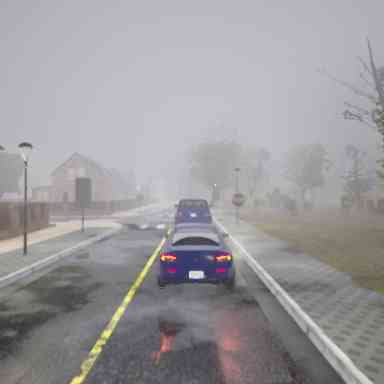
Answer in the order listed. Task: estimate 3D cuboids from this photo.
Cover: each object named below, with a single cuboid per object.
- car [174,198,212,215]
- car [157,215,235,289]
[{"bbox_3d":[0.082,1.377,20.637,2.150,2.045,5.566,0,-1,0],"label":"car"},{"bbox_3d":[0.089,1.593,9.281,1.812,1.442,4.674,0,-1,0],"label":"car"}]
